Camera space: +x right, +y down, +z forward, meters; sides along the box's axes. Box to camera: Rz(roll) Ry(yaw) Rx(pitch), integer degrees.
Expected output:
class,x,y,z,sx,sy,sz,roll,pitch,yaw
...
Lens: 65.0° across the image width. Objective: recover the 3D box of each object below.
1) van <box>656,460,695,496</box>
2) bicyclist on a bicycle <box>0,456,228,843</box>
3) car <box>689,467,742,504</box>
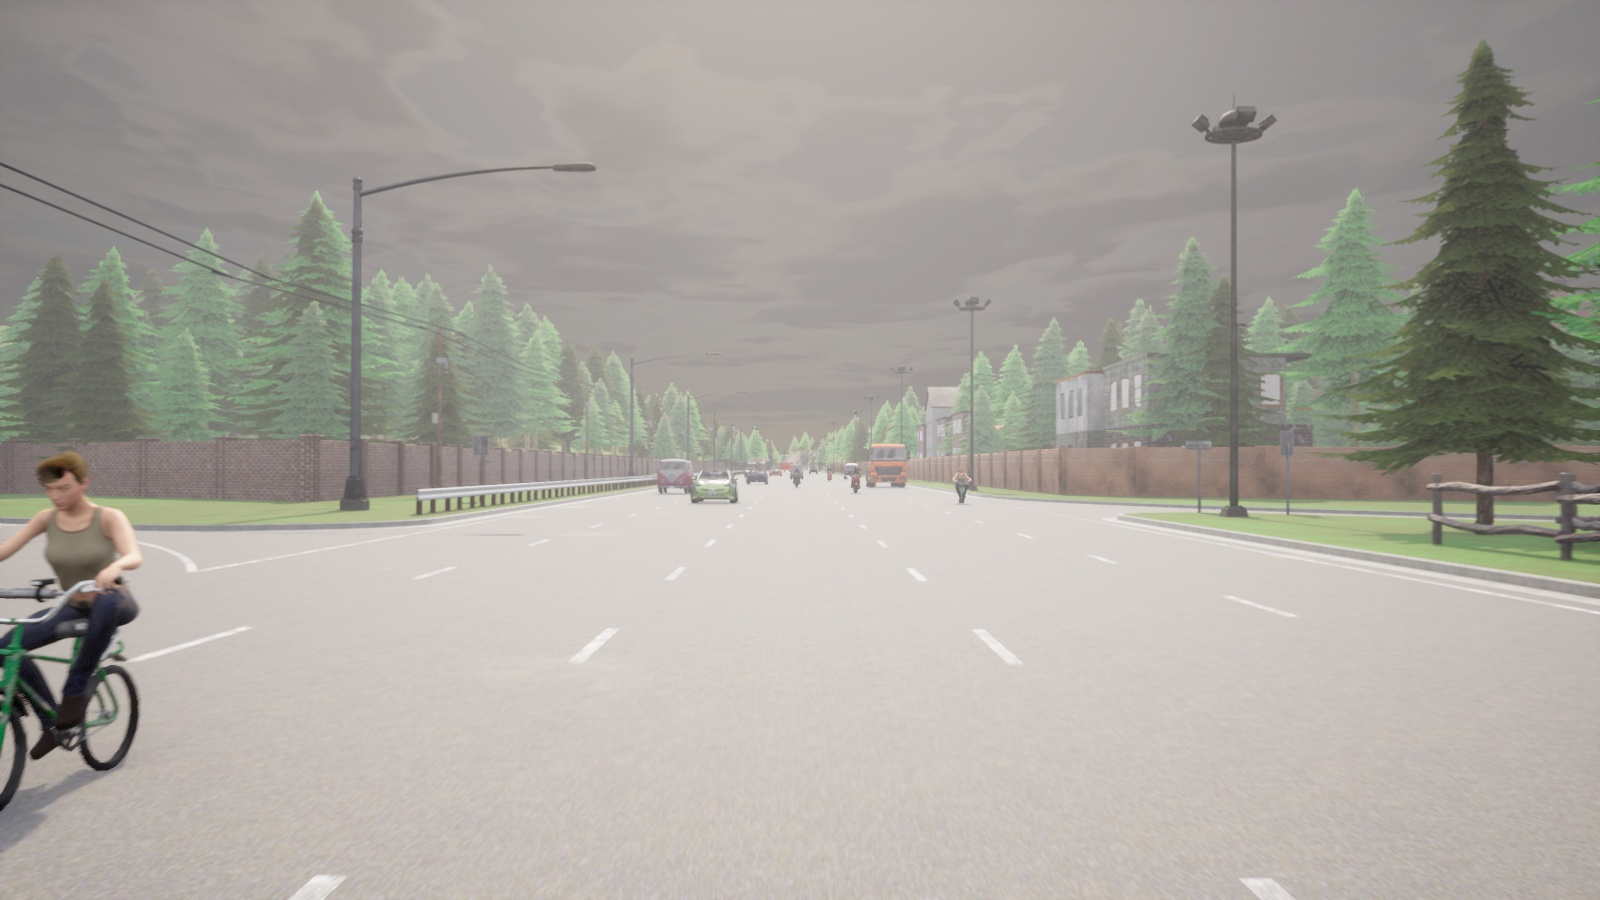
class,x,y,z,sx,sy,sz,roll,pitch,yaw
van,-7.173,1.585,72.629,1.775,1.987,4.442,0,-1,0
bicyclist on a bicycle,-3.510,0.842,5.991,0.866,1.612,1.509,0,-1,0
car,-3.630,1.517,54.498,2.007,1.525,4.514,0,-1,0
